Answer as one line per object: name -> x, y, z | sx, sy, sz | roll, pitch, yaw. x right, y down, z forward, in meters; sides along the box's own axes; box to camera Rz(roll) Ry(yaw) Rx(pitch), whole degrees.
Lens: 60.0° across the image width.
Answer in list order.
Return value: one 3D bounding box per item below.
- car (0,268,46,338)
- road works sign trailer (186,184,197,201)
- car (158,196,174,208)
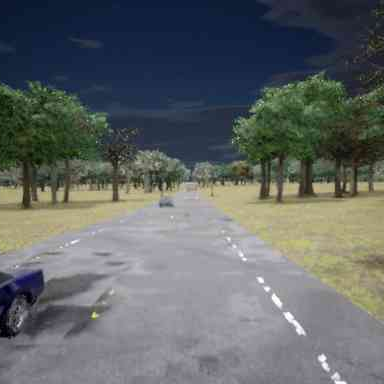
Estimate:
car -> -3.601, 1.599, 3.838 | 1.895, 1.301, 4.718 | 0, 0, 0
road works sign trailer -> -0.030, 0.017, 72.120 | 2.380, 3.560, 2.880 | 0, 1, 0
car -> -3.600, 1.334, 46.278 | 1.837, 1.490, 4.892 | 0, 1, 0
